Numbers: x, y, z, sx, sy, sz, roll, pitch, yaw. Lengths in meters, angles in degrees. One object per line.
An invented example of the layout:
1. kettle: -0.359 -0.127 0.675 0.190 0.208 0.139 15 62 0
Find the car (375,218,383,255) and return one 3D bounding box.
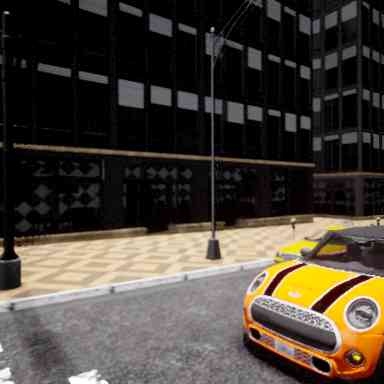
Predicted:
1. car: 9.321 1.691 13.180 4.313 1.339 1.947 1 -1 -35

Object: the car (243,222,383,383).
1. car: 2.992 1.398 5.509 4.553 1.767 2.097 1 0 -36

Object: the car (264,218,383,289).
1. car: 4.489 1.602 9.944 4.829 1.417 1.752 1 -1 -35
